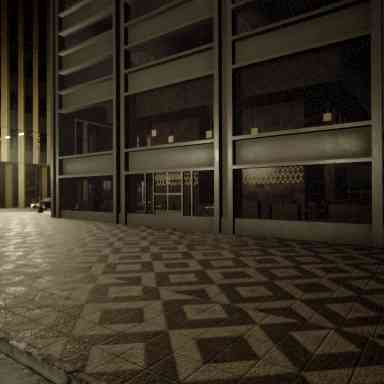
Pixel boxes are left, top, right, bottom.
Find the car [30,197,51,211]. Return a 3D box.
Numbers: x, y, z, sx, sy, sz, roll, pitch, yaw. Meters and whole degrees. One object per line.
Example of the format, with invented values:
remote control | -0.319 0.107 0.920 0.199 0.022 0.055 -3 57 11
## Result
car | -16.038 1.339 38.249 2.128 1.511 4.902 0 0 36
